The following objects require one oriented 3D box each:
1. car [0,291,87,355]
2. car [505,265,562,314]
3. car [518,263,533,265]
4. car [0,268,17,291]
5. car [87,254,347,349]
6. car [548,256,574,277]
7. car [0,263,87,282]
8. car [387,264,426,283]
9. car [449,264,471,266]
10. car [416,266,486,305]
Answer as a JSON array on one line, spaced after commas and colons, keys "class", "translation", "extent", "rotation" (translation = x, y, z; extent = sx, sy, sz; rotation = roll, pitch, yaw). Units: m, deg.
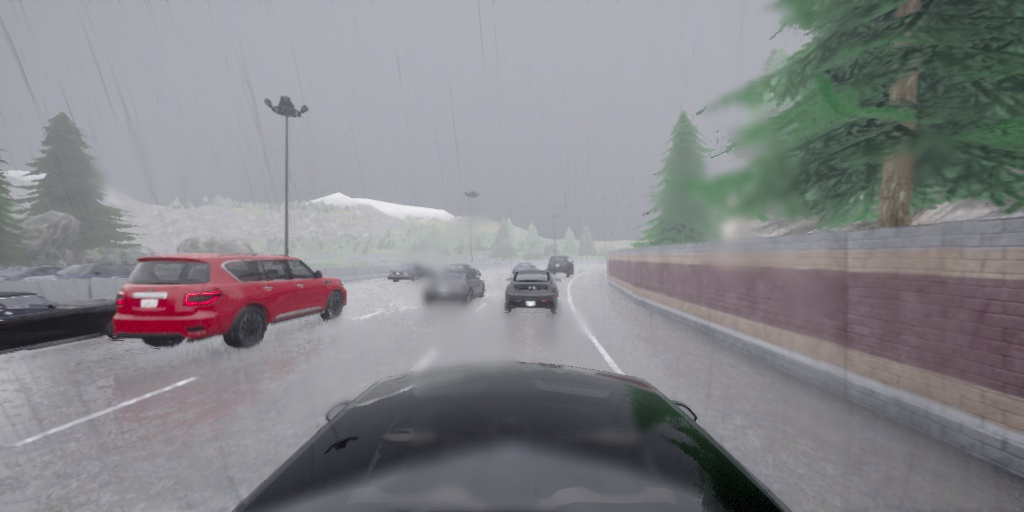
[{"class": "car", "translation": [-10.200, 1.349, 7.085], "extent": [1.895, 1.301, 4.718], "rotation": [0, 0, 2]}, {"class": "car", "translation": [0.827, 1.270, 13.927], "extent": [1.837, 1.490, 4.892], "rotation": [0, 0, 5]}, {"class": "car", "translation": [1.394, 1.355, 36.176], "extent": [1.994, 1.385, 4.181], "rotation": [0, 0, 15]}, {"class": "car", "translation": [-30.481, 1.347, 18.969], "extent": [1.895, 1.301, 4.718], "rotation": [0, 0, 6]}, {"class": "car", "translation": [-6.584, 0.975, 9.345], "extent": [2.150, 2.045, 5.566], "rotation": [0, 0, 3]}, {"class": "car", "translation": [4.946, 1.015, 36.055], "extent": [2.150, 2.045, 5.566], "rotation": [0, 0, 15]}, {"class": "car", "translation": [-20.118, 1.104, 17.138], "extent": [2.097, 1.767, 4.553], "rotation": [0, 0, 6]}, {"class": "car", "translation": [-7.701, 1.322, 28.179], "extent": [2.033, 1.411, 5.357], "rotation": [0, 0, 11]}, {"class": "car", "translation": [-4.069, 1.326, 28.535], "extent": [2.033, 1.411, 5.357], "rotation": [0, 0, 12]}, {"class": "car", "translation": [-2.455, 1.329, 16.074], "extent": [1.994, 1.385, 4.181], "rotation": [0, 0, 6]}]
